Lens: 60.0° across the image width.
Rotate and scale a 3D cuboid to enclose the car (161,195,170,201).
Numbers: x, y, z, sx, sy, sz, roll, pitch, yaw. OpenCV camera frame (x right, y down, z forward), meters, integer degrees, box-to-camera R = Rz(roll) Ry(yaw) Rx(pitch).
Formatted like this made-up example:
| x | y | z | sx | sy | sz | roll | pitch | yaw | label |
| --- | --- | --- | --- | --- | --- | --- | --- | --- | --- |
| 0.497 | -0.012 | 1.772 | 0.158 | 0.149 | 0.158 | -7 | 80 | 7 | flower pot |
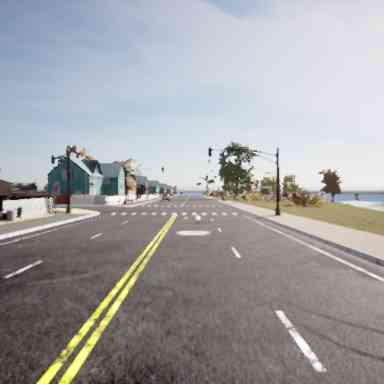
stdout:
| x | y | z | sx | sy | sz | roll | pitch | yaw | label |
| --- | --- | --- | --- | --- | --- | --- | --- | --- | --- |
| -6.491 | 1.548 | 81.945 | 2.128 | 1.511 | 4.902 | 0 | 0 | 0 | car |
